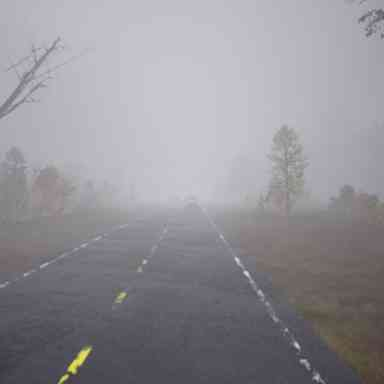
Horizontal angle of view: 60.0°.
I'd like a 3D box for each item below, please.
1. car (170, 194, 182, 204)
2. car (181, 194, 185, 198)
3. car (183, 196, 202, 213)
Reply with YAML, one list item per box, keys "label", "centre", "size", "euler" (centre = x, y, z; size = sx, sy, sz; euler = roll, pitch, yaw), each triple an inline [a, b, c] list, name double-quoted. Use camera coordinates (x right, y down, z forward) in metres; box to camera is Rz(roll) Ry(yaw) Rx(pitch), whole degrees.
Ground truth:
- label: "car"
  centre: [-3.082, 1.438, 62.585]
  size: [1.837, 1.490, 4.892]
  euler: [0, 0, 1]
- label: "car"
  centre: [-0.032, 1.299, 47.003]
  size: [2.097, 1.767, 4.553]
  euler: [0, 0, 0]
- label: "car"
  centre: [0.063, 1.488, 36.369]
  size: [1.812, 1.442, 4.674]
  euler: [0, 0, 0]
